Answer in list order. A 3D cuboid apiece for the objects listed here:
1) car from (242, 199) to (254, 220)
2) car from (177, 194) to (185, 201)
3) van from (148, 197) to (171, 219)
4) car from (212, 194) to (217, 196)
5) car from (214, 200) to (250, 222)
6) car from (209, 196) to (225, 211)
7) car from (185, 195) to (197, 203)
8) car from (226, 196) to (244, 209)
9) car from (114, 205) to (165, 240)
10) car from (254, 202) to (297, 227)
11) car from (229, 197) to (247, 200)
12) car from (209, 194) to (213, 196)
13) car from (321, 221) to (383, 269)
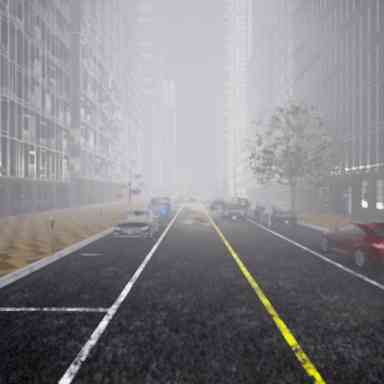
[{"bbox_3d":[5.717,1.533,27.945,2.008,1.369,4.403,0,0,0],"label":"car"},{"bbox_3d":[-2.607,1.389,79.192,1.887,1.381,4.507,0,0,0],"label":"car"},{"bbox_3d":[-2.663,1.310,27.958,1.690,1.788,3.998,0,0,0],"label":"van"},{"bbox_3d":[5.761,1.437,67.793,1.887,1.381,4.507,0,0,0],"label":"car"},{"bbox_3d":[3.070,1.582,26.277,1.895,1.301,4.718,0,0,1],"label":"car"},{"bbox_3d":[3.071,1.518,39.825,1.994,1.385,4.181,0,0,1],"label":"car"},{"bbox_3d":[0.067,1.488,66.209,1.895,1.301,4.718,0,0,0],"label":"car"},{"bbox_3d":[5.736,1.387,45.022,1.967,1.590,4.097,0,0,0],"label":"car"},{"bbox_3d":[-2.676,1.535,16.573,2.008,1.369,4.403,0,0,0],"label":"car"},{"bbox_3d":[5.711,1.542,22.253,2.008,1.369,4.403,0,0,0],"label":"car"},{"bbox_3d":[5.730,1.400,39.330,1.967,1.590,4.097,0,0,0],"label":"car"},{"bbox_3d":[5.779,1.405,84.869,1.947,1.339,4.313,0,0,0],"label":"car"},{"bbox_3d":[5.699,1.585,10.868,1.802,1.307,4.206,0,0,0],"label":"car"}]
